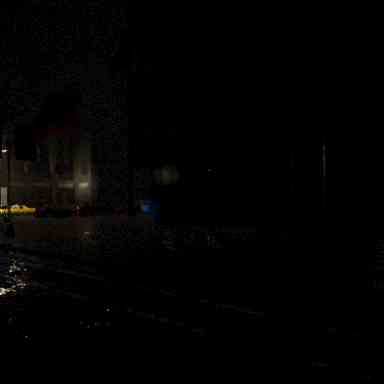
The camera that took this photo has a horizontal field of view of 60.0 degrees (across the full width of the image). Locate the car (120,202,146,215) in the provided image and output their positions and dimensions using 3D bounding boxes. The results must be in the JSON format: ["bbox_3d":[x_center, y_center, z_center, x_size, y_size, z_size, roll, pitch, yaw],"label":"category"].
[{"bbox_3d":[-8.504,2.320,43.612,1.802,1.307,4.206,-2,-2,36],"label":"car"}]

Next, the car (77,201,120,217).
[{"bbox_3d":[-11.478,1.985,39.489,2.192,1.841,5.009,-2,-2,36],"label":"car"}]

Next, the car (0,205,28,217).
[{"bbox_3d":[-21.467,2.235,40.193,1.752,1.417,4.829,-2,-2,36],"label":"car"}]

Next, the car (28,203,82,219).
[{"bbox_3d":[-14.445,2.146,35.352,1.887,1.381,4.507,-2,-2,36],"label":"car"}]

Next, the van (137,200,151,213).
[{"bbox_3d":[-5.538,2.148,47.748,1.690,1.788,3.998,-2,-2,36],"label":"van"}]

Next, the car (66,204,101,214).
[{"bbox_3d":[-15.672,2.395,48.270,2.008,1.369,4.403,-2,-2,36],"label":"car"}]

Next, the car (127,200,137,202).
[{"bbox_3d":[-9.979,2.291,56.216,2.192,1.841,5.009,-2,-2,36],"label":"car"}]
